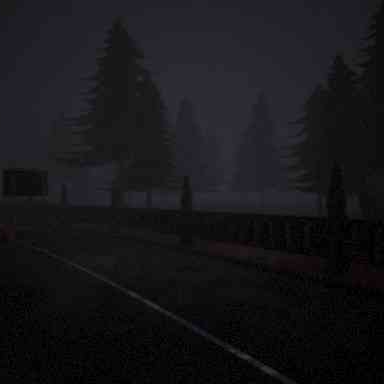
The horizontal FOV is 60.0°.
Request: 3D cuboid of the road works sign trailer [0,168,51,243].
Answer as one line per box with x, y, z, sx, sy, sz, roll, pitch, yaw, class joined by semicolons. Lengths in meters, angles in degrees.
-8.137;0.615;16.776;2.880;3.560;2.380;-1;0;28;road works sign trailer
